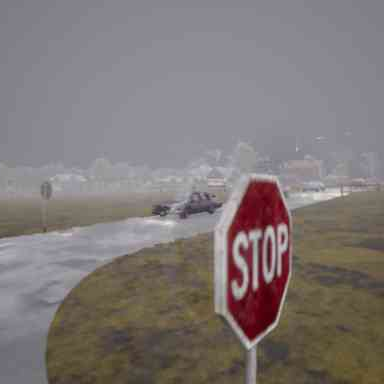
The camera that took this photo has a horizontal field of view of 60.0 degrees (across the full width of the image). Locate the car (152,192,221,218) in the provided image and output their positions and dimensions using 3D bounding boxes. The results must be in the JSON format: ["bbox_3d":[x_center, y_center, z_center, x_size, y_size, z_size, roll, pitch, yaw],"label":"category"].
[{"bbox_3d":[-0.161,0.710,21.085,2.033,1.411,5.357,0,3,36],"label":"car"}]

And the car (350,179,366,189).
[{"bbox_3d":[25.925,-1.319,52.171,1.882,1.535,5.008,0,3,36],"label":"car"}]

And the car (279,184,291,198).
[{"bbox_3d":[8.054,-0.051,32.454,2.128,1.511,4.902,0,3,36],"label":"car"}]

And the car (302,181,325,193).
[{"bbox_3d":[15.826,-0.658,43.124,1.812,1.442,4.674,0,3,36],"label":"car"}]
